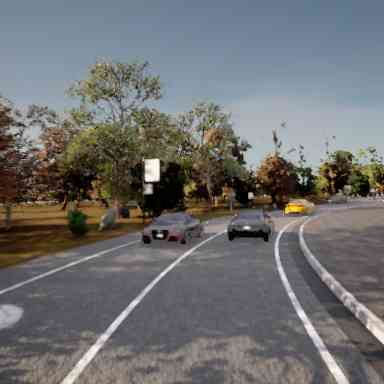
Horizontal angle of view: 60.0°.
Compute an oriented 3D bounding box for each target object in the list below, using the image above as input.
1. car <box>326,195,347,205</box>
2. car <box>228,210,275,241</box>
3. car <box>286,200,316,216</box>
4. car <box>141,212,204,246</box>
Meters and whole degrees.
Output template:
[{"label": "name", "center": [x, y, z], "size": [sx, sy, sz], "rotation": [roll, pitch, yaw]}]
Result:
[{"label": "car", "center": [22.441, 1.191, 51.676], "size": [2.128, 1.511, 4.902], "rotation": [-5, -1, 45]}, {"label": "car", "center": [3.101, 1.601, 17.062], "size": [1.994, 1.385, 4.181], "rotation": [-1, -1, 17]}, {"label": "car", "center": [10.849, 1.489, 33.084], "size": [1.882, 1.535, 5.008], "rotation": [-4, -2, 33]}, {"label": "car", "center": [-0.808, 1.657, 15.885], "size": [1.994, 1.385, 4.181], "rotation": [-1, -1, 16]}]
